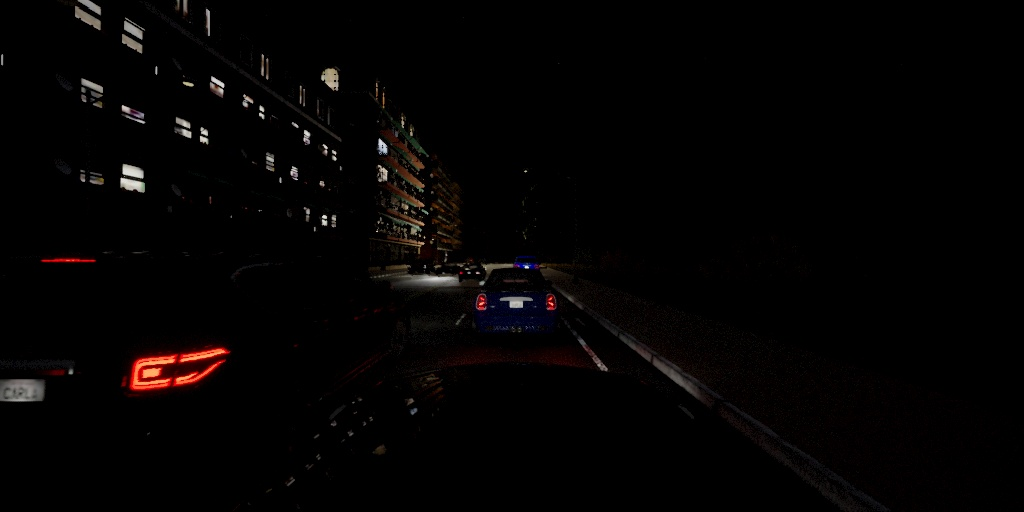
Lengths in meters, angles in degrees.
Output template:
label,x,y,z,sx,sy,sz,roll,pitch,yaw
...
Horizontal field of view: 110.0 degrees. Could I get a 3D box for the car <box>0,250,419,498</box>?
label,x,y,z,sx,sy,sz,roll,pitch,yaw
car,-3.150,0.970,4.986,2.150,2.045,5.566,0,0,0

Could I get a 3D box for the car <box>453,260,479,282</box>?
label,x,y,z,sx,sy,sz,roll,pitch,yaw
car,-3.142,1.301,29.017,2.033,1.411,5.357,0,0,0

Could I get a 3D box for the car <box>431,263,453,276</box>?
label,x,y,z,sx,sy,sz,roll,pitch,yaw
car,-6.585,1.355,36.780,1.895,1.301,4.718,0,0,0

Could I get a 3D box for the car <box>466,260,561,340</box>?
label,x,y,z,sx,sy,sz,roll,pitch,yaw
car,0.102,1.104,10.150,2.097,1.767,4.553,0,0,0

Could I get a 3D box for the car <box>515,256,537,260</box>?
label,x,y,z,sx,sy,sz,roll,pitch,yaw
car,1.150,0.979,30.103,2.150,2.045,5.566,0,0,0

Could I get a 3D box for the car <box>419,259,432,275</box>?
label,x,y,z,sx,sy,sz,roll,pitch,yaw
car,-9.834,1.106,39.075,2.097,1.767,4.553,0,0,0
